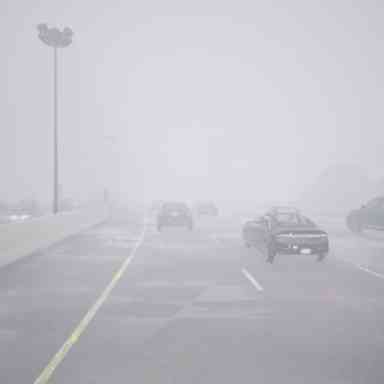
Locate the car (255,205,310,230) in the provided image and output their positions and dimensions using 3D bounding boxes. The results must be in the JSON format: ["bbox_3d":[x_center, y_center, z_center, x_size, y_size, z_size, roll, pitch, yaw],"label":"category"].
[{"bbox_3d":[5.781,1.590,21.931,1.895,1.301,4.718,0,0,-6],"label":"car"}]

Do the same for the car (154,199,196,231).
[{"bbox_3d":[-1.193,1.355,21.068,2.097,1.767,4.553,0,0,-6],"label":"car"}]

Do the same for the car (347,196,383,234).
[{"bbox_3d":[9.843,1.202,16.164,2.150,2.045,5.566,0,0,-5],"label":"car"}]

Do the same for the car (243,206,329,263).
[{"bbox_3d":[3.115,1.486,11.943,2.128,1.511,4.902,0,0,-3],"label":"car"}]

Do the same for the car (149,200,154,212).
[{"bbox_3d":[-3.971,1.557,39.274,2.033,1.411,5.357,0,0,-11],"label":"car"}]

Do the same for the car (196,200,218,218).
[{"bbox_3d":[1.097,1.490,30.550,2.128,1.511,4.902,0,0,-9],"label":"car"}]
